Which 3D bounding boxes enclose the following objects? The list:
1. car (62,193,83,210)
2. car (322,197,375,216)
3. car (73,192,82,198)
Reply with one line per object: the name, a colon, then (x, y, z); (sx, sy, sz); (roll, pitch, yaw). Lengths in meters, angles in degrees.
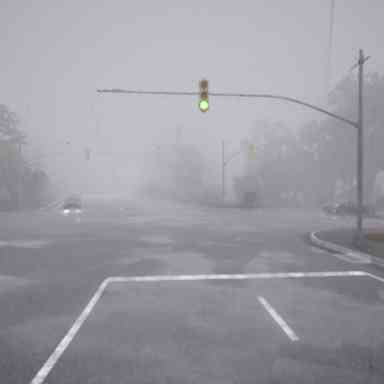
car: (-13.014, 1.185, 36.387); (2.033, 1.411, 5.357); (0, 1, -18)
car: (14.137, 1.239, 30.161); (4.553, 1.767, 2.097); (1, 0, -15)
car: (-27.749, 0.738, 80.590); (1.895, 1.301, 4.718); (0, 0, -18)
